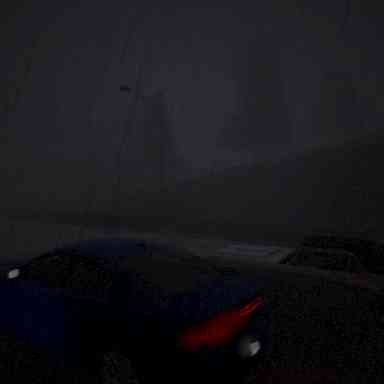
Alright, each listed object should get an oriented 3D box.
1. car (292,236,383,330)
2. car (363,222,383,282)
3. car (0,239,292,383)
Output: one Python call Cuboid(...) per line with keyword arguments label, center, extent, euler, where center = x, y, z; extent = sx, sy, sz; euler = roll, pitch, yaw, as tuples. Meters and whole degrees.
Cuboid(label="car", center=(2.507, 1.564, 6.620), extent=(4.718, 1.301, 1.895), euler=(0, 0, 34))
Cuboid(label="car", center=(6.814, 1.569, 7.872), extent=(4.718, 1.301, 1.895), euler=(0, 0, 34))
Cuboid(label="car", center=(-1.354, 1.441, 4.910), extent=(5.008, 1.535, 1.882), euler=(1, 0, 36))
